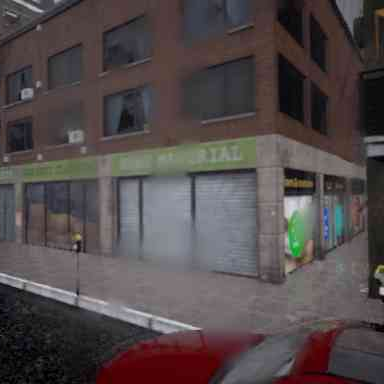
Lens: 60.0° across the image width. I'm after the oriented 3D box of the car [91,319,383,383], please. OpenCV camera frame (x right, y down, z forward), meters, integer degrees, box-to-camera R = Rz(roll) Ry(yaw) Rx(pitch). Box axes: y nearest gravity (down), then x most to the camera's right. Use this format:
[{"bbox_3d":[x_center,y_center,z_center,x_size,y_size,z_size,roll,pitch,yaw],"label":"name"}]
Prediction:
[{"bbox_3d":[1.040,1.584,2.142,4.206,1.307,1.802,-1,-1,36],"label":"car"}]
